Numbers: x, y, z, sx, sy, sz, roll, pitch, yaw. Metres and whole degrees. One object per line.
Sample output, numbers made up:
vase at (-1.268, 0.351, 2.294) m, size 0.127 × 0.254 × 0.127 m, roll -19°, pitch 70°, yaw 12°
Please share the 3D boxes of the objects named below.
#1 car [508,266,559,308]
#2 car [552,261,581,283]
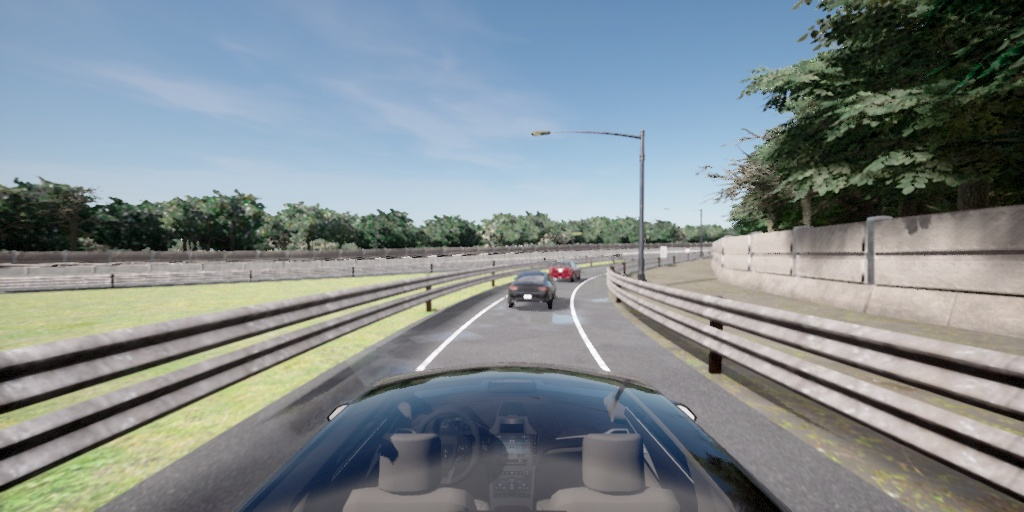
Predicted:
car at (0.976, 1.383, 15.859) m, size 1.812 × 1.442 × 4.674 m, roll 0°, pitch 0°, yaw 9°
car at (4.444, 1.158, 29.777) m, size 2.097 × 1.767 × 4.553 m, roll 1°, pitch 1°, yaw 19°
